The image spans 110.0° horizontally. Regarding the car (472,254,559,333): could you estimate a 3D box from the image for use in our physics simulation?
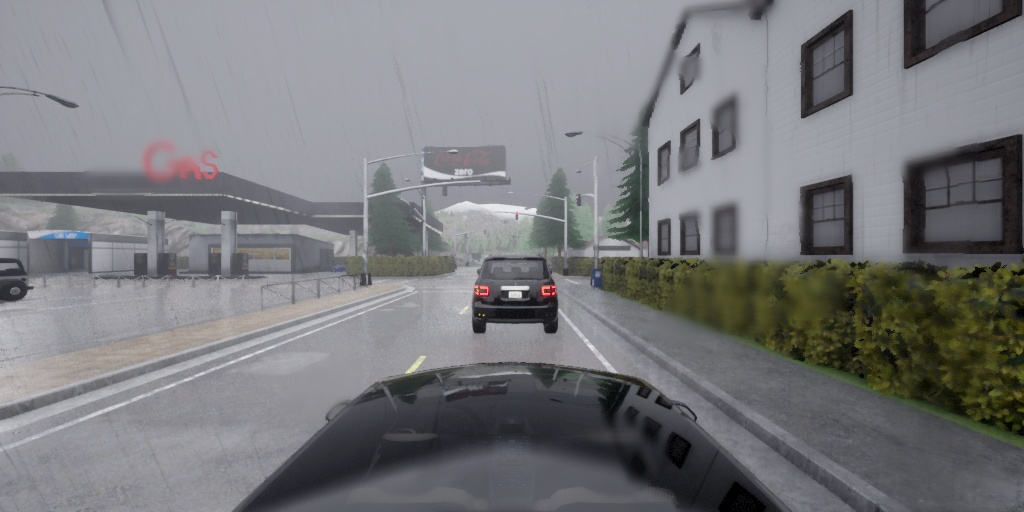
[{"bbox_3d":[0.085,0.971,10.829,2.150,2.045,5.566,0,0,0],"label":"car"}]
